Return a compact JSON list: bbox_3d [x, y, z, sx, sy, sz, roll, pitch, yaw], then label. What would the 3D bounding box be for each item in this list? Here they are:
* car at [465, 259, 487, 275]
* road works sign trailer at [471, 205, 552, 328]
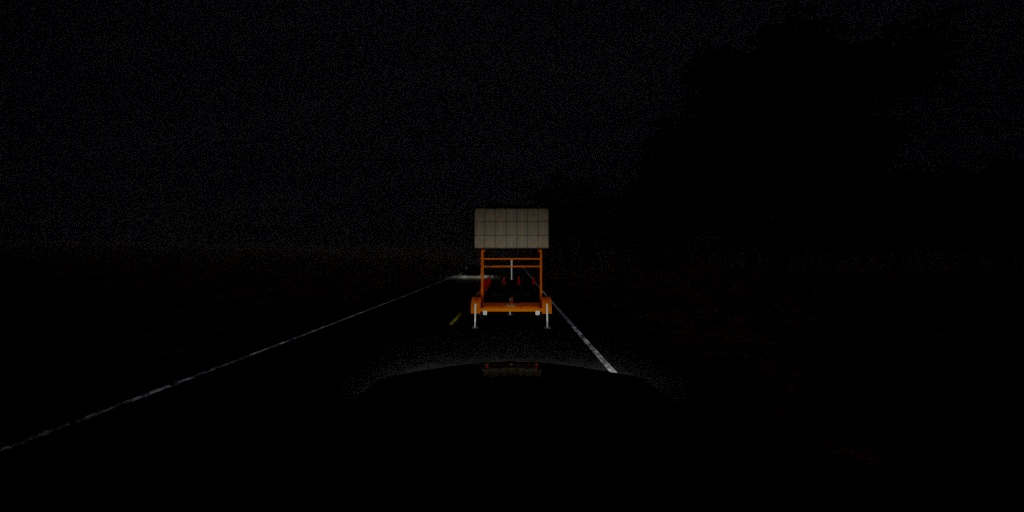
[{"bbox_3d":[-3.580,1.061,36.306,1.882,1.535,5.008,0,0,0],"label":"car"},{"bbox_3d":[-0.011,0.203,11.284,2.380,3.560,2.880,0,0,0],"label":"road works sign trailer"}]
